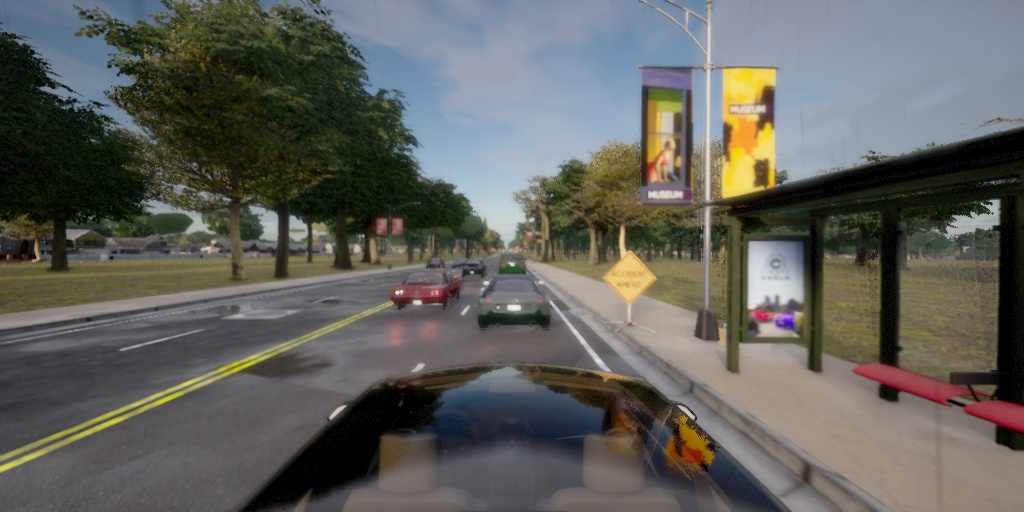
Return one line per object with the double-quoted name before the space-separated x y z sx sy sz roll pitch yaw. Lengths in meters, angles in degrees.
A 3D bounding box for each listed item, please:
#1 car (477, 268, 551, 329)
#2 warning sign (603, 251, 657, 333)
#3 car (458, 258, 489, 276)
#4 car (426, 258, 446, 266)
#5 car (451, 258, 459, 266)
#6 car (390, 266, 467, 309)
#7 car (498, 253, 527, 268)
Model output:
"car" 0.058 1.247 10.984 1.994 1.385 4.181 0 0 0
"warning sign" 2.842 0.814 8.728 1.300 1.860 1.060 0 0 0
"car" -3.193 1.051 31.147 1.837 1.490 4.892 0 0 0
"car" -9.882 0.957 46.840 1.837 1.490 4.892 0 0 0
"car" -6.635 1.000 46.607 2.033 1.411 5.357 0 0 0
"car" -3.180 1.260 14.318 1.895 1.301 4.718 0 0 0
"car" 0.055 0.774 29.916 2.150 2.045 5.566 0 0 0
